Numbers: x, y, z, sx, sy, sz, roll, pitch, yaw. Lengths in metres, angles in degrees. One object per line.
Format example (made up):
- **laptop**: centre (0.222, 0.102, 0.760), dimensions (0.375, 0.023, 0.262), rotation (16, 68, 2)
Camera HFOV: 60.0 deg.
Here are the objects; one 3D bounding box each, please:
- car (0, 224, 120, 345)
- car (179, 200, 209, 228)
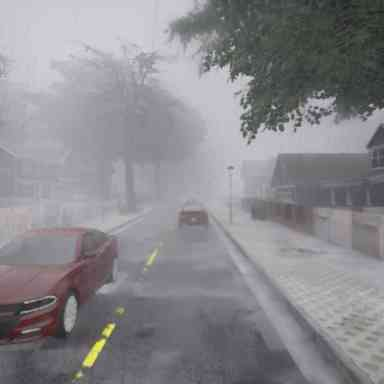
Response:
- **car**: centre (-2.837, 1.502, 6.871), dimensions (1.882, 1.535, 5.008), rotation (0, 0, 0)
- **car**: centre (0.107, 1.532, 22.604), dimensions (1.882, 1.535, 5.008), rotation (0, 0, 0)
